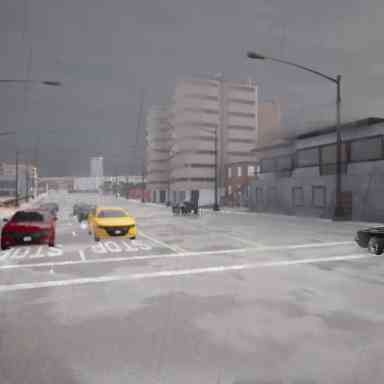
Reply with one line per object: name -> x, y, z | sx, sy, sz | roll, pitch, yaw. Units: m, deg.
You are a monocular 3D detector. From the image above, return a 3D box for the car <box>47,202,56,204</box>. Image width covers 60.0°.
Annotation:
car -> -14.812, 1.918, 34.104 | 2.033, 1.411, 5.357 | 0, -1, -22

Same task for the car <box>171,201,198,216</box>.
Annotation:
car -> -0.861, 1.809, 37.180 | 1.837, 1.490, 4.892 | 0, -1, -22

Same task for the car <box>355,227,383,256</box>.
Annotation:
car -> 7.987, 1.595, 10.884 | 1.895, 1.301, 4.718 | -1, 0, -35

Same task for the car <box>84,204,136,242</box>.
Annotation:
car -> -4.180, 1.516, 16.944 | 1.882, 1.535, 5.008 | 0, -1, -22

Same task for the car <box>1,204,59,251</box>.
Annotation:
car -> -7.020, 1.509, 14.626 | 1.882, 1.535, 5.008 | 0, -1, -22

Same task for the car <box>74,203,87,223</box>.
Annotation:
car -> -8.320, 1.757, 27.297 | 1.994, 1.385, 4.181 | 0, -1, -22

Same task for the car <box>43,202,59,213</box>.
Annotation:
car -> -20.570, 2.203, 48.724 | 1.994, 1.385, 4.181 | 0, -1, -22

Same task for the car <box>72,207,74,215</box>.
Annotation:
car -> -12.976, 1.990, 38.965 | 2.033, 1.411, 5.357 | 0, -1, -22
